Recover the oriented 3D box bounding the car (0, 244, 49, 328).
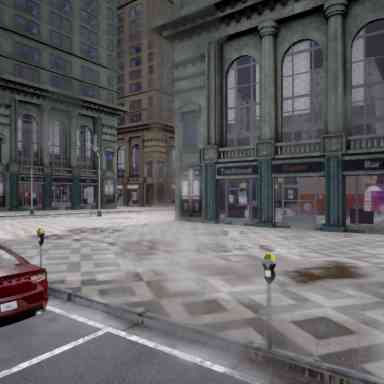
[{"bbox_3d":[-4.501,1.545,6.182,4.507,1.381,1.887,0,0,35],"label":"car"}]
